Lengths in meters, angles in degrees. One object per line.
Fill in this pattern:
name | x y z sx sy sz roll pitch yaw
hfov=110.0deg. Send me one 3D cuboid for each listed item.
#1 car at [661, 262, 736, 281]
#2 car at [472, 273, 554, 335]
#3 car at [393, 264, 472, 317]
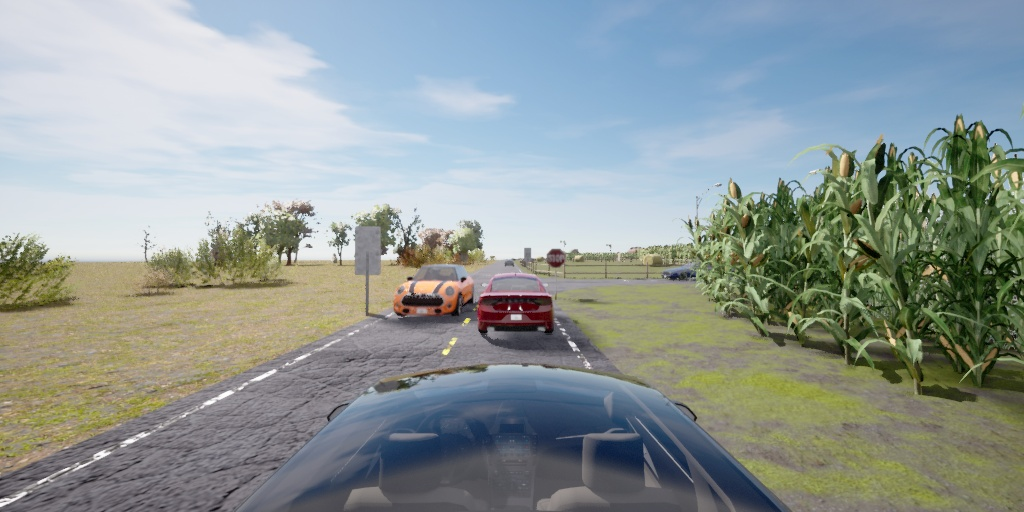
car | 14.691 1.183 28.223 5.357 1.411 2.033 -1 -1 -1
car | 0.093 1.233 10.600 1.882 1.535 5.008 0 0 0
car | -2.677 1.106 13.250 2.097 1.767 4.553 0 0 2
